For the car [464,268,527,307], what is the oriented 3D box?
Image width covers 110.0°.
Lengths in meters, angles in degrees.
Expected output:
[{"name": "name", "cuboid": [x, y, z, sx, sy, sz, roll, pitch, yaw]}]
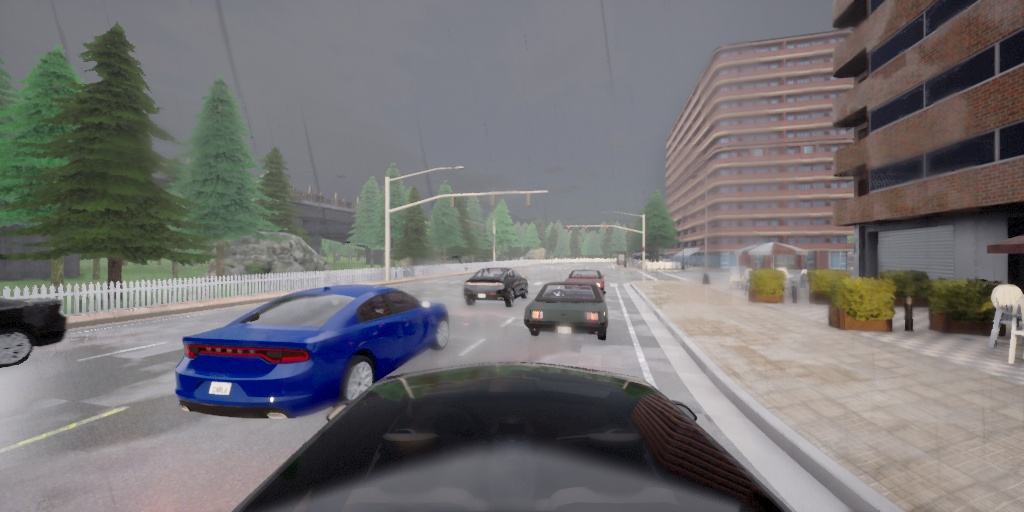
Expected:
[{"name": "car", "cuboid": [-0.535, 1.239, 15.437, 2.128, 1.511, 4.902, 0, 0, 14]}]

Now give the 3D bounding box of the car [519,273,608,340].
[{"name": "car", "cuboid": [1.685, 1.349, 10.070, 1.895, 1.301, 4.718, 0, 0, 14]}]

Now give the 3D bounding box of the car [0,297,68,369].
[{"name": "car", "cuboid": [-10.081, 1.227, 5.073, 1.882, 1.535, 5.008, 0, 0, 7]}]

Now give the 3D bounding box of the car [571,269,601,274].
[{"name": "car", "cuboid": [3.928, 1.348, 18.949, 1.895, 1.301, 4.718, 0, 0, 14]}]

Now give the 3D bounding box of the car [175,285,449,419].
[{"name": "car", "cuboid": [-2.630, 1.227, 6.177, 1.882, 1.535, 5.008, 0, 0, 10]}]
